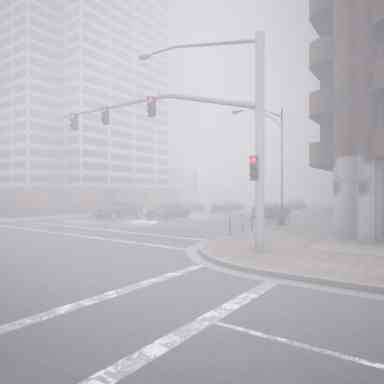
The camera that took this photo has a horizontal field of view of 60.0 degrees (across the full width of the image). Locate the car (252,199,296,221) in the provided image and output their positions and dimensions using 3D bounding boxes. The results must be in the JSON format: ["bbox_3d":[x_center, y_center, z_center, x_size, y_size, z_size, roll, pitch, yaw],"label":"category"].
[{"bbox_3d":[6.694,1.477,27.719,1.882,1.535,5.008,0,0,35],"label":"car"}]

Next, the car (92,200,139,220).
[{"bbox_3d":[-6.120,1.505,28.090,1.837,1.490,4.892,0,0,35],"label":"car"}]

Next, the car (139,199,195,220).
[{"bbox_3d":[-2.010,1.564,27.850,1.994,1.385,4.181,0,0,35],"label":"car"}]

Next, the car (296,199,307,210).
[{"bbox_3d":[13.581,1.564,43.656,1.994,1.385,4.181,0,0,35],"label":"car"}]

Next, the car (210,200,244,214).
[{"bbox_3d":[3.861,1.601,36.186,1.895,1.301,4.718,0,0,35],"label":"car"}]

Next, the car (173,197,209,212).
[{"bbox_3d":[-0.401,1.564,36.217,1.994,1.385,4.181,0,0,35],"label":"car"}]
